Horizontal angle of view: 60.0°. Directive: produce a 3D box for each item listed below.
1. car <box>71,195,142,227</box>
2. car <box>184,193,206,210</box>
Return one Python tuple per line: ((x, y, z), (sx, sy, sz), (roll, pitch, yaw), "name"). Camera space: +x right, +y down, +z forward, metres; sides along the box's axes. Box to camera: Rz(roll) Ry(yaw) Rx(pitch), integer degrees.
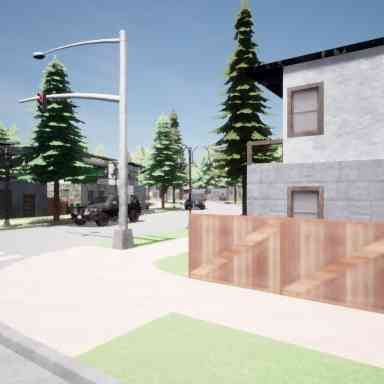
((-5.735, 1.203, 23.142), (2.150, 2.045, 5.566), (0, 0, 27), "car")
((0.492, 1.201, 42.038), (2.150, 2.045, 5.566), (0, 0, 8), "car")
